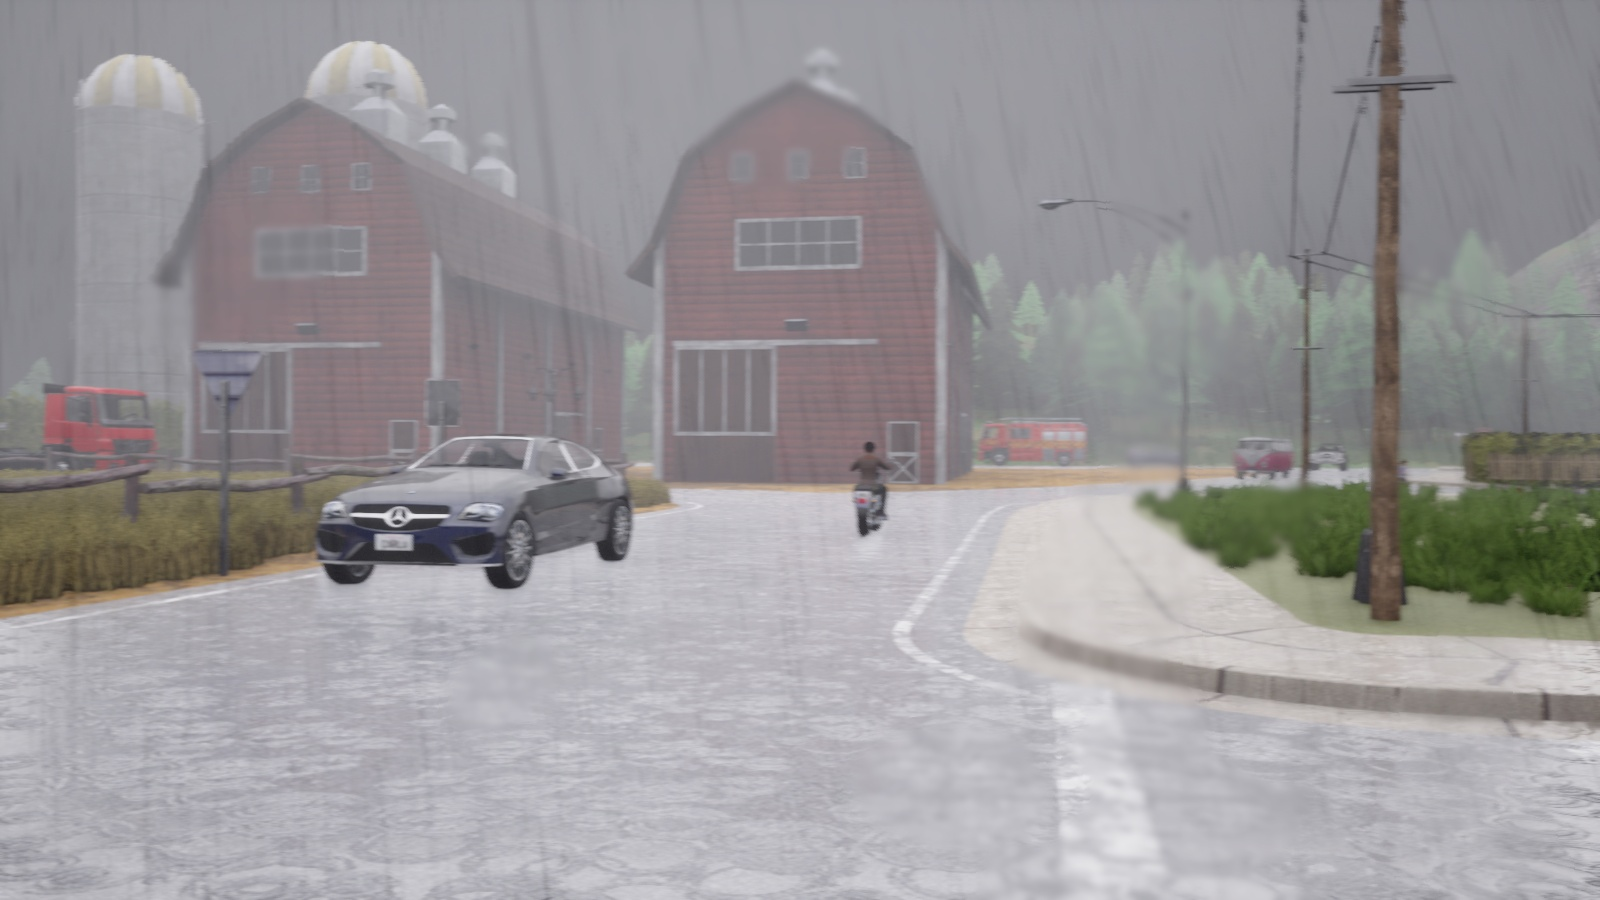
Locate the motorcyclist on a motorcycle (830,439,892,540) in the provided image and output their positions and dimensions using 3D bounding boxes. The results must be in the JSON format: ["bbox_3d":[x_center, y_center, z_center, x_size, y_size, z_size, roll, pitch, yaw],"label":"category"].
[{"bbox_3d":[1.092,0.652,21.924,0.766,1.649,2.350,0,0,10],"label":"motorcyclist on a motorcycle"}]

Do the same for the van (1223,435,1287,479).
[{"bbox_3d":[21.294,0.298,58.631,1.775,1.987,4.442,0,0,34],"label":"van"}]

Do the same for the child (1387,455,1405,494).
[{"bbox_3d":[17.300,0.705,36.460,0.394,1.110,0.255,0,0,4],"label":"child"}]

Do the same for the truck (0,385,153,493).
[{"bbox_3d":[-26.347,-0.366,42.158,7.936,3.462,2.891,0,0,6],"label":"truck"}]

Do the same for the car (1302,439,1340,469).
[{"bbox_3d":[33.161,0.253,79.851,1.932,1.855,4.605,0,0,27],"label":"car"}]

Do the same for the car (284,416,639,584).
[{"bbox_3d":[-3.722,0.485,15.018,2.152,1.651,5.027,0,0,10],"label":"car"}]

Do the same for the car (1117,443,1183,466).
[{"bbox_3d":[26.406,0.311,94.775,4.611,1.667,2.242,0,0,11],"label":"car"}]
